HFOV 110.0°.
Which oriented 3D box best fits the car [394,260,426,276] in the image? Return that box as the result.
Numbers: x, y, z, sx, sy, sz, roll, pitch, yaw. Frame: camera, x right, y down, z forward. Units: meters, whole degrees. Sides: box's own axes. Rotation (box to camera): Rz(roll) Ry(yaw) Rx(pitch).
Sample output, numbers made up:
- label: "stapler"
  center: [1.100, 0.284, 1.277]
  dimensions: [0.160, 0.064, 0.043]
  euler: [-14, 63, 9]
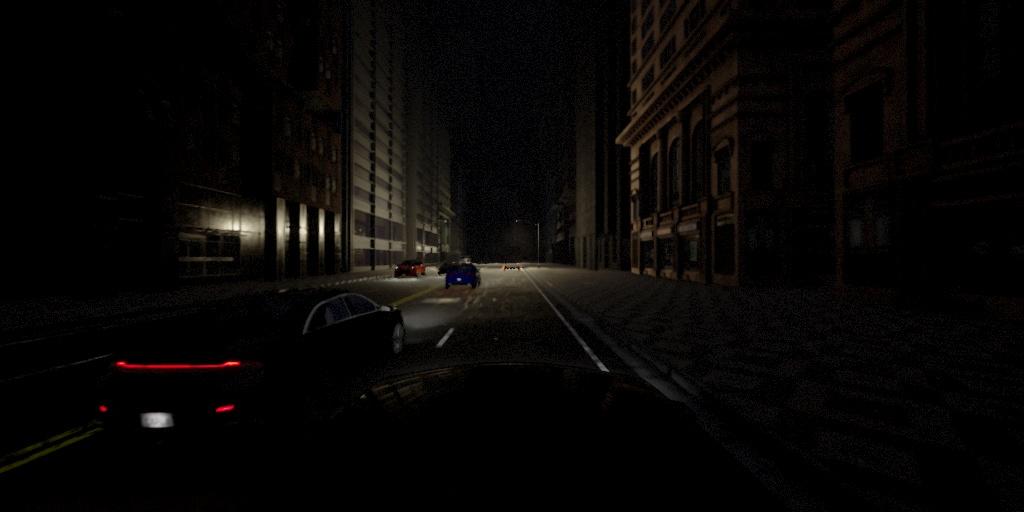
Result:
- label: "car"
  center: [-9.853, 1.159, 34.836]
  dimensions: [2.097, 1.767, 4.553]
  euler: [0, 0, 0]

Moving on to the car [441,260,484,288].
- label: "car"
  center: [-3.169, 1.258, 23.877]
  dimensions: [1.882, 1.535, 5.008]
  euler: [0, 0, 0]

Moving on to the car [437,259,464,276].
- label: "car"
  center: [-6.603, 1.366, 38.306]
  dimensions: [2.033, 1.411, 5.357]
  euler: [0, 0, 0]

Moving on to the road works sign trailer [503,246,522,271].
- label: "road works sign trailer"
  center: [-0.018, 0.327, 50.964]
  dimensions: [2.380, 3.560, 2.880]
  euler: [0, 0, 0]

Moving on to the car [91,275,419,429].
- label: "car"
  center: [-3.152, 1.243, 5.611]
  dimensions: [2.128, 1.511, 4.902]
  euler: [0, 0, 0]
